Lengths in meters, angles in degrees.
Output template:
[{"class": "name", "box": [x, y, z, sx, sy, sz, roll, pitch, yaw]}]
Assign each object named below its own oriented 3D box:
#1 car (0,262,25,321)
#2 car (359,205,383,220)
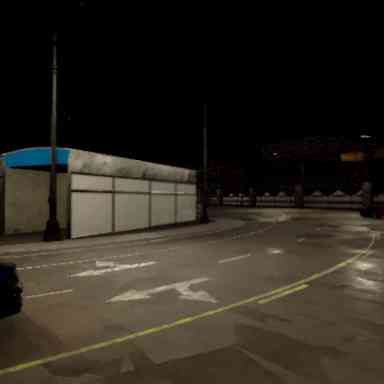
[{"class": "car", "box": [-5.037, 1.625, 4.809, 4.674, 1.442, 1.812, 1, -1, -35]}, {"class": "car", "box": [20.460, 2.238, 36.899, 1.882, 1.535, 5.008, 0, -1, 1]}]
